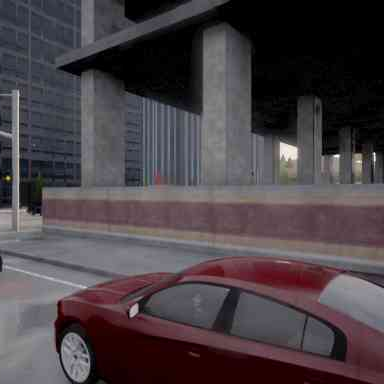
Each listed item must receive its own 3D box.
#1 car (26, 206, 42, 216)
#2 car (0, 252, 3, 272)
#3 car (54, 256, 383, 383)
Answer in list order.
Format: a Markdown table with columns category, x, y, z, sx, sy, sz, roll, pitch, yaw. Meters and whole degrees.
| category | x | y | z | sx | sy | sz | roll | pitch | yaw |
| --- | --- | --- | --- | --- | --- | --- | --- | --- | --- |
| car | -14.043 | 1.656 | 33.485 | 1.895 | 1.301 | 4.718 | 0 | 0 | 36 |
| car | -6.845 | 1.564 | 8.819 | 4.181 | 1.385 | 1.994 | 0 | 0 | 36 |
| car | 0.502 | 1.478 | 3.632 | 5.008 | 1.535 | 1.882 | 0 | 0 | 35 |
